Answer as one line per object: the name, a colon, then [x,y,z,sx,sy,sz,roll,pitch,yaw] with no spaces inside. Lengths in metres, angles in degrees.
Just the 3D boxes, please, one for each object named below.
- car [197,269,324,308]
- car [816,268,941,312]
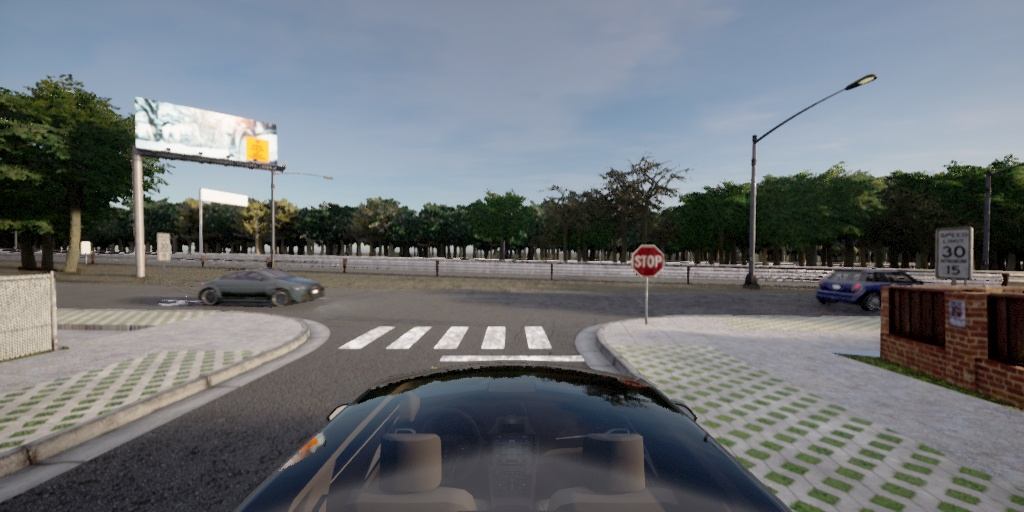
car: [-9.819,1.207,14.230,4.181,1.385,1.994,1,1,0]
car: [15.745,1.353,15.222,4.553,1.767,2.097,1,1,-4]
